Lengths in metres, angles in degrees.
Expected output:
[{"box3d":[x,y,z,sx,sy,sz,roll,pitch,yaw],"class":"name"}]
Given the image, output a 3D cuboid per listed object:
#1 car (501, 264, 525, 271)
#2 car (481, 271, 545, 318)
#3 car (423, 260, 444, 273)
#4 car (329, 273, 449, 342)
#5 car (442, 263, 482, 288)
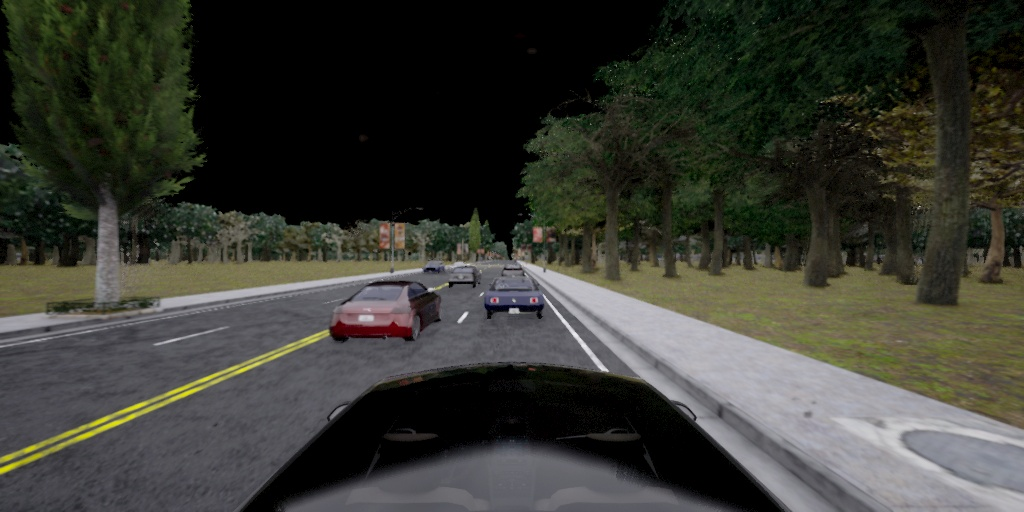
[{"box3d":[0.081,1.371,29.915,2.128,1.511,4.902,0,0,0],"class":"car"},{"box3d":[0.080,1.398,13.195,1.895,1.301,4.718,0,0,0],"class":"car"},{"box3d":[-9.844,1.314,45.472,2.097,1.767,4.553,0,0,0],"class":"car"},{"box3d":[-3.187,1.347,9.895,1.994,1.385,4.181,0,0,0],"class":"car"},{"box3d":[-3.190,1.401,24.974,2.033,1.411,5.357,0,0,0],"class":"car"}]
